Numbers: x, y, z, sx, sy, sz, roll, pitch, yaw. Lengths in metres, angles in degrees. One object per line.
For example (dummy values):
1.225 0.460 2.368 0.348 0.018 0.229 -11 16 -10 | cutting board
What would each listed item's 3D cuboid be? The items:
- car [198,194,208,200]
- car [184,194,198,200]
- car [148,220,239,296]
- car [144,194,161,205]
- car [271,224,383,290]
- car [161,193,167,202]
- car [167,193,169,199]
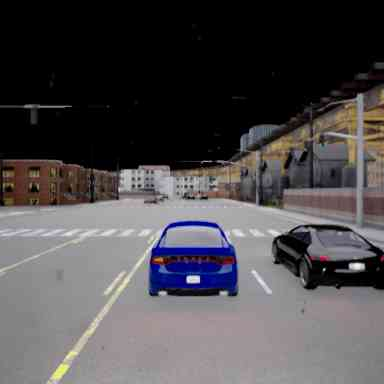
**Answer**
3.198 1.421 87.676 1.882 1.535 5.008 0 0 -3 | car
-0.288 1.296 86.776 2.097 1.767 4.553 0 0 -3 | car
0.034 1.473 8.656 1.882 1.535 5.008 0 0 0 | car
-7.253 1.319 58.810 2.097 1.767 4.553 0 0 0 | car
3.537 1.559 9.122 1.994 1.385 4.181 0 0 0 | car
-7.230 1.483 73.589 1.812 1.442 4.674 0 0 0 | car
-7.292 1.164 89.134 2.150 2.045 5.566 0 0 -3 | car
